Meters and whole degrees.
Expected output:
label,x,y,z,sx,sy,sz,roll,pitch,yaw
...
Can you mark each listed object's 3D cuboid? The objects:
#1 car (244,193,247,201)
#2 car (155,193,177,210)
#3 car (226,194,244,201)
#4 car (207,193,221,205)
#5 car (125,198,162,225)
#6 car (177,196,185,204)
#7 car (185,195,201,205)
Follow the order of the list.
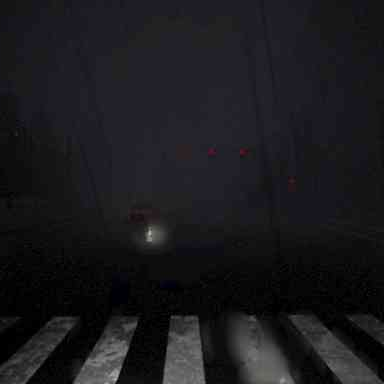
label,x,y,z,sx,sy,sz,roll,pitch,yaw
car,14.633,1.217,81.503,5.566,2.045,2.150,0,0,-43
car,-3.562,1.214,43.358,2.150,2.045,5.566,0,0,0
car,10.156,1.516,81.924,1.812,1.442,4.674,0,0,44
car,3.865,1.216,58.133,2.150,2.045,5.566,0,0,4
car,-3.586,1.486,24.220,1.882,1.535,5.008,0,0,0
car,-2.573,1.541,64.244,2.033,1.411,5.357,0,0,11
car,0.448,1.346,58.620,2.097,1.767,4.553,0,0,4
